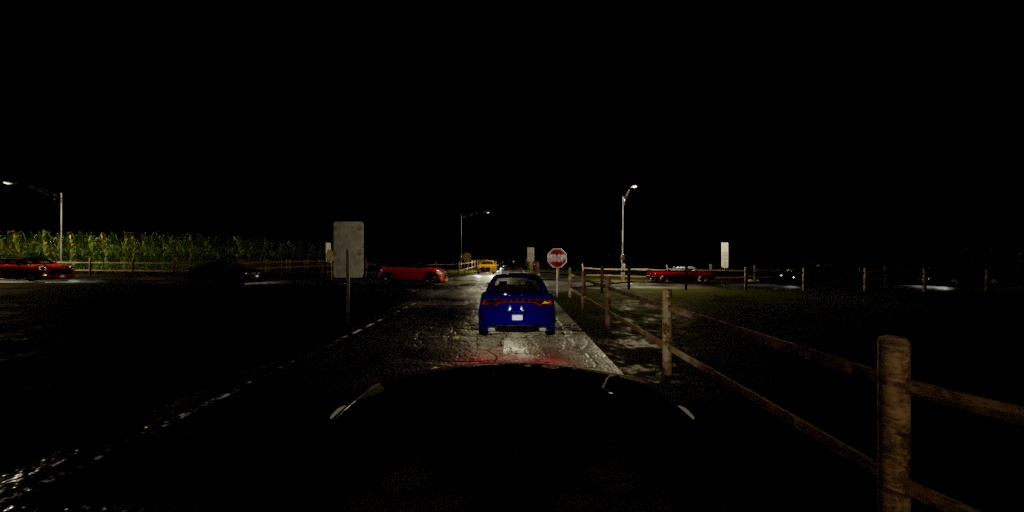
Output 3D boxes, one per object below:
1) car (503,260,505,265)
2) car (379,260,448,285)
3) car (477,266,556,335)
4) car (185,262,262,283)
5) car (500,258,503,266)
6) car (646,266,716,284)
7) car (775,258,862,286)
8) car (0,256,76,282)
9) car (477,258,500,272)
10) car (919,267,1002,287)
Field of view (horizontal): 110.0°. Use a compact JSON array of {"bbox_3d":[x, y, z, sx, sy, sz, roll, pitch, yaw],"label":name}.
[{"bbox_3d":[-2.662,1.247,61.676,1.837,1.490,4.892,0,0,1],"label":"car"},{"bbox_3d":[-6.837,1.074,25.205,4.553,1.767,2.097,1,0,1],"label":"car"},{"bbox_3d":[0.123,1.227,10.499,1.882,1.535,5.008,0,0,0],"label":"car"},{"bbox_3d":[-20.348,1.129,25.367,4.674,1.442,1.812,0,0,1],"label":"car"},{"bbox_3d":[-2.713,1.309,51.006,1.994,1.385,4.181,0,0,0],"label":"car"},{"bbox_3d":[12.990,1.463,27.888,4.718,1.301,1.895,0,0,0],"label":"car"},{"bbox_3d":[23.650,1.175,27.788,5.566,2.045,2.150,1,0,0],"label":"car"},{"bbox_3d":[-34.226,0.846,25.539,4.553,1.767,2.097,1,0,1],"label":"car"},{"bbox_3d":[-2.787,1.223,40.990,1.882,1.535,5.008,0,0,1],"label":"car"},{"bbox_3d":[34.507,1.559,27.646,4.892,1.490,1.837,1,0,1],"label":"car"}]
